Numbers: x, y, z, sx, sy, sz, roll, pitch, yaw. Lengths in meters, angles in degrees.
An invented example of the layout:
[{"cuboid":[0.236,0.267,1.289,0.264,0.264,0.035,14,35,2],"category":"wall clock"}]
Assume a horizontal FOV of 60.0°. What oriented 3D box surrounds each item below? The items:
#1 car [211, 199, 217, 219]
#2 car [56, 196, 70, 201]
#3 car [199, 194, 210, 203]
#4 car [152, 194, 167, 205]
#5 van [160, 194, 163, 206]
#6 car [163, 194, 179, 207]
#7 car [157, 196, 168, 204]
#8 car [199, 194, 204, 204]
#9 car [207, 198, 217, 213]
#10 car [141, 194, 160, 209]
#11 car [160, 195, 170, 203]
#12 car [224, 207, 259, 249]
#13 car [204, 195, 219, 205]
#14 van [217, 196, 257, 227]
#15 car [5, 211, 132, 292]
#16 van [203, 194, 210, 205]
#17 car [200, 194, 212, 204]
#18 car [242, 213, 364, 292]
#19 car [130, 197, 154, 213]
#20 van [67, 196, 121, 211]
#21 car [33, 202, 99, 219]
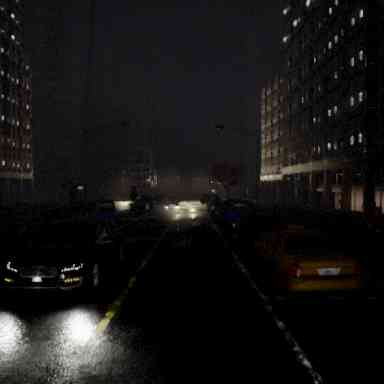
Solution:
[{"cuboid":[2.673,1.513,25.700,1.752,1.417,4.829,-1,0,0],"category":"car"},{"cuboid":[-33.120,1.660,86.878,4.097,1.590,1.967,0,1,-5],"category":"car"},{"cuboid":[2.662,1.279,70.534,2.192,1.841,5.009,-1,0,0],"category":"car"},{"cuboid":[-5.717,1.286,59.282,2.192,1.841,5.009,-1,0,0],"category":"car"},{"cuboid":[-5.715,1.315,53.656,1.690,1.788,3.998,-1,0,0],"category":"van"},{"cuboid":[-3.074,1.451,52.440,1.882,1.535,5.008,0,0,0],"category":"car"},{"cuboid":[-5.712,1.549,64.908,1.802,1.307,4.206,-1,0,0],"category":"car"},{"cuboid":[2.668,1.515,59.283,1.887,1.381,4.507,-1,0,0],"category":"car"},{"cuboid":[2.673,1.567,31.156,1.802,1.307,4.206,-1,0,0],"category":"car"},{"cuboid":[-5.714,1.295,42.405,2.192,1.841,5.009,-1,0,0],"category":"car"},{"cuboid":[-5.714,1.489,70.363,1.752,1.417,4.829,-1,0,0],"category":"car"},{"cuboid":[2.675,1.559,14.280,1.947,1.339,4.313,-1,0,0],"category":"car"},{"cuboid":[2.669,1.423,36.782,1.967,1.590,4.097,-1,0,0],"category":"car"},{"cuboid":[2.670,1.332,19.905,1.690,1.788,3.998,-1,0,0],"category":"van"},{"cuboid":[-3.101,1.501,9.084,1.837,1.490,4.892,0,0,0],"category":"car"},{"cuboid":[2.666,1.321,42.407,1.690,1.788,3.998,-1,0,0],"category":"van"},{"cuboid":[2.663,1.282,64.909,2.192,1.841,5.009,-1,0,0],"category":"car"},{"cuboid":[2.675,1.521,8.825,1.752,1.417,4.829,-1,0,0],"category":"car"},{"cuboid":[-5.709,1.533,36.780,2.008,1.369,4.403,-1,0,0],"category":"car"},{"cuboid":[-5.711,1.332,19.904,1.690,1.788,3.998,-1,0,0],"category":"van"},{"cuboid":[-5.708,1.434,14.278,1.967,1.590,4.097,-1,0,0],"category":"car"}]
